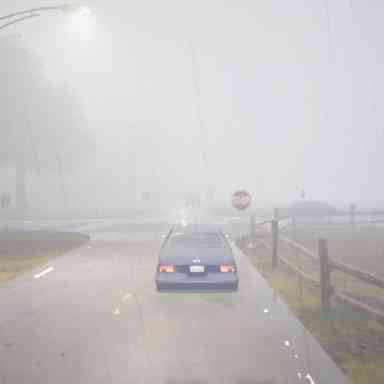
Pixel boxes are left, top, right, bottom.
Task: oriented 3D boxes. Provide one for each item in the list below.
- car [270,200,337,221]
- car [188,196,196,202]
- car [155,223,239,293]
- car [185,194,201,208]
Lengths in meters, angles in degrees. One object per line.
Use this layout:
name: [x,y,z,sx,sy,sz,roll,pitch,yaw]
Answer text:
car: [8.556,1.387,25.725,4.892,1.490,1.837,-1,1,0]
car: [-0.012,1.764,80.416,1.994,1.385,4.181,0,0,0]
car: [0.095,1.549,8.999,2.033,1.411,5.357,0,0,0]
car: [0.103,1.284,50.203,2.150,2.045,5.566,0,0,0]
